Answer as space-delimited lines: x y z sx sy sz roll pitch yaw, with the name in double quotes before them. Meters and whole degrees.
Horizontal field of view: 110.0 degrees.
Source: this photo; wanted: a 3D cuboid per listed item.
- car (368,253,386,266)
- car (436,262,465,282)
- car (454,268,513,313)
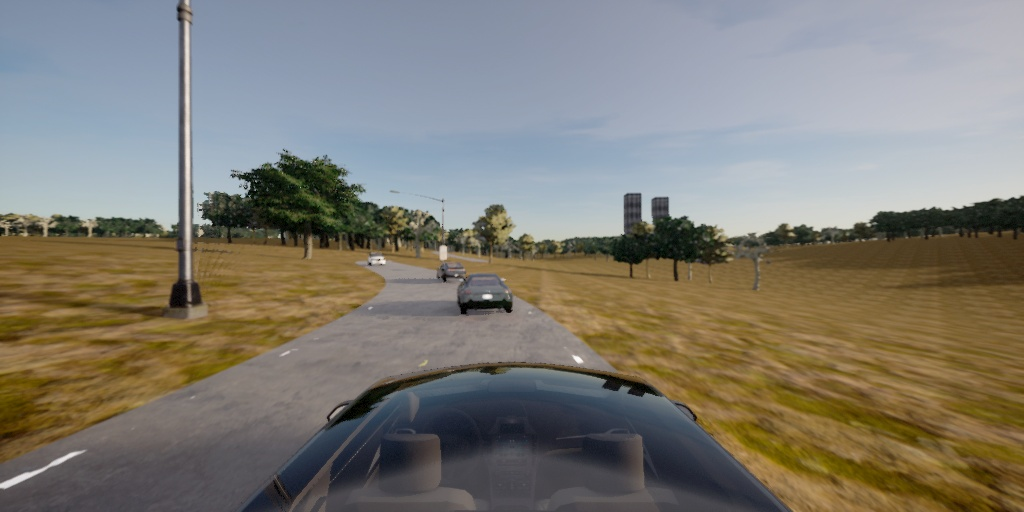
"car" -21.025 0.490 55.621 2.150 2.045 5.566 0 1 -26
"car" -4.949 1.223 29.068 2.128 1.511 4.902 0 1 -19
"car" -1.187 1.381 14.491 1.994 1.385 4.181 0 0 -9
